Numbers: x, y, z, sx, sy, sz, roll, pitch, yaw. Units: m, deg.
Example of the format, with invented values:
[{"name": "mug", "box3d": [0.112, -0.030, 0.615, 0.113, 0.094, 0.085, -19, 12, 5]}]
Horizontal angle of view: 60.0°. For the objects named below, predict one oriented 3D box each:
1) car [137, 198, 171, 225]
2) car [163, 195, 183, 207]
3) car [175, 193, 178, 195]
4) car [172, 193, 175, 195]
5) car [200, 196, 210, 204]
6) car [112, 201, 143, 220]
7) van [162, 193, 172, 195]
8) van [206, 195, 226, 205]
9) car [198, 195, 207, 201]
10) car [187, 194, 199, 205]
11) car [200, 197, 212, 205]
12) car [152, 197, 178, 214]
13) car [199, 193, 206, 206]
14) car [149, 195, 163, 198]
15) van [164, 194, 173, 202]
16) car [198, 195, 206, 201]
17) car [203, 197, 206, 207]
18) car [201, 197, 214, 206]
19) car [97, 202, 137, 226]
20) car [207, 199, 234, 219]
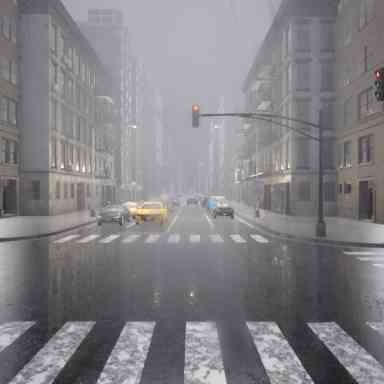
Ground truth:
[{"name": "car", "box3d": [-2.868, 1.475, 24.347, 1.882, 1.535, 5.008, 0, 0, 0]}, {"name": "car", "box3d": [-2.852, 1.560, 50.449, 1.994, 1.385, 4.181, 0, 0, 0]}, {"name": "car", "box3d": [-5.506, 1.545, 88.307, 2.008, 1.369, 4.403, 0, 0, 0]}, {"name": "car", "box3d": [-5.480, 1.310, 72.087, 2.192, 1.841, 5.009, 0, 0, 0]}, {"name": "car", "box3d": [2.607, 1.521, 66.857, 1.752, 1.417, 4.829, 0, 0, 0]}, {"name": "car", "box3d": [-5.414, 1.523, 28.668, 1.752, 1.417, 4.829, 0, 0, 0]}, {"name": "van", "box3d": [-5.472, 1.336, 66.681, 1.690, 1.788, 3.998, 0, 0, 0]}, {"name": "van", "box3d": [2.619, 1.338, 34.251, 1.690, 1.788, 3.998, 0, 0, 0]}, {"name": "car", "box3d": [2.601, 1.539, 82.907, 1.887, 1.381, 4.507, 0, 0, 0]}, {"name": "car", "box3d": [0.063, 1.500, 57.005, 1.837, 1.490, 4.892, 0, 0, 0]}, {"name": "car", "box3d": [2.609, 1.546, 61.282, 2.008, 1.369, 4.403, 0, 0, 0]}, {"name": "car", "box3d": [-2.868, 1.544, 35.588, 2.033, 1.411, 5.357, 0, 0, 0]}, {"name": "car", "box3d": [2.613, 1.311, 50.469, 2.192, 1.841, 5.009, 0, 0, 0]}, {"name": "car", "box3d": [-5.439, 1.436, 45.057, 1.967, 1.590, 4.097, 0, 0, 0]}, {"name": "van", "box3d": [-5.489, 1.336, 77.494, 1.690, 1.788, 3.998, 0, 0, 0]}, {"name": "car", "box3d": [2.599, 1.560, 88.313, 1.947, 1.339, 4.313, 0, 0, 0]}, {"name": "car", "box3d": [2.617, 1.578, 39.657, 1.802, 1.307, 4.206, 0, 0, 0]}, {"name": "car", "box3d": [2.611, 1.561, 55.876, 1.947, 1.339, 4.313, 0, 0, 0]}, {"name": "car", "box3d": [-5.405, 1.549, 23.432, 2.008, 1.369, 4.403, 0, 0, 0]}, {"name": "car", "box3d": [2.621, 1.548, 28.844, 2.008, 1.369, 4.403, 0, 0, 0]}]
